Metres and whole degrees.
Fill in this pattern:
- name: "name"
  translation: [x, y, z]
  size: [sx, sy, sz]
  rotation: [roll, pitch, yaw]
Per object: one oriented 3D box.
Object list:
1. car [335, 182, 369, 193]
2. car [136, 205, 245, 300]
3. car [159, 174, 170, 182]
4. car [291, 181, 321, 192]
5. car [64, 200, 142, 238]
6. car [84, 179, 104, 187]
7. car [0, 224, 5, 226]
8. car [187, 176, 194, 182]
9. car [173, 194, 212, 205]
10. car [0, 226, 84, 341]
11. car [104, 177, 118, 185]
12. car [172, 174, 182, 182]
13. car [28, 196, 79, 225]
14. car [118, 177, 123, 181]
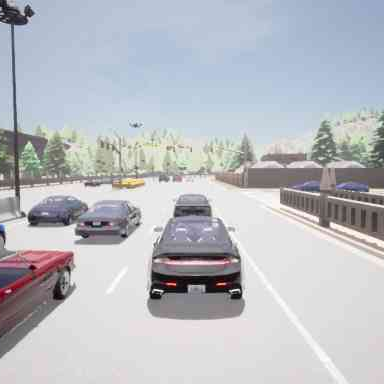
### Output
- name: "car"
  translation: [18.041, -0.399, 38.624]
  size: [4.674, 1.442, 1.812]
  rotation: [0, 3, 2]
- name: "car"
  translation: [0.068, 1.328, 8.024]
  size: [2.128, 1.511, 4.902]
  rotation: [0, 2, 0]
- name: "car"
  translation: [-7.431, -3.605, 86.968]
  size: [2.150, 2.045, 5.566]
  rotation: [0, 3, 0]
- name: "car"
  translation: [15.005, -0.614, 42.217]
  size: [4.674, 1.442, 1.812]
  rotation: [0, 3, 2]
- name: "car"
  translation: [-3.464, 1.051, 14.607]
  size: [2.033, 1.411, 5.357]
  rotation: [0, 3, 0]
- name: "car"
  translation: [-17.856, -1.590, 59.817]
  size: [1.895, 1.301, 4.718]
  rotation: [0, 3, 0]
- name: "car"
  translation: [-6.936, 1.283, 8.813]
  size: [1.882, 1.535, 5.008]
  rotation: [0, 2, 0]
- name: "car"
  translation: [-0.444, -3.452, 89.659]
  size: [1.812, 1.442, 4.674]
  rotation: [0, 3, 0]
- name: "car"
  translation: [0.026, 0.817, 17.445]
  size: [1.882, 1.535, 5.008]
  rotation: [0, 3, -1]
- name: "car"
  translation: [-3.420, 1.528, 5.092]
  size: [1.895, 1.301, 4.718]
  rotation: [0, 1, 0]
- name: "car"
  translation: [-17.844, -2.267, 70.104]
  size: [2.033, 1.411, 5.357]
  rotation: [0, 3, 0]
- name: "car"
  translation: [-3.931, -3.606, 86.986]
  size: [2.150, 2.045, 5.566]
  rotation: [0, 3, 0]
- name: "car"
  translation: [-6.979, 0.880, 17.785]
  size: [1.994, 1.385, 4.181]
  rotation: [0, 3, 0]
- name: "car"
  translation: [-17.900, -2.928, 80.899]
  size: [1.812, 1.442, 4.674]
  rotation: [0, 3, 0]
